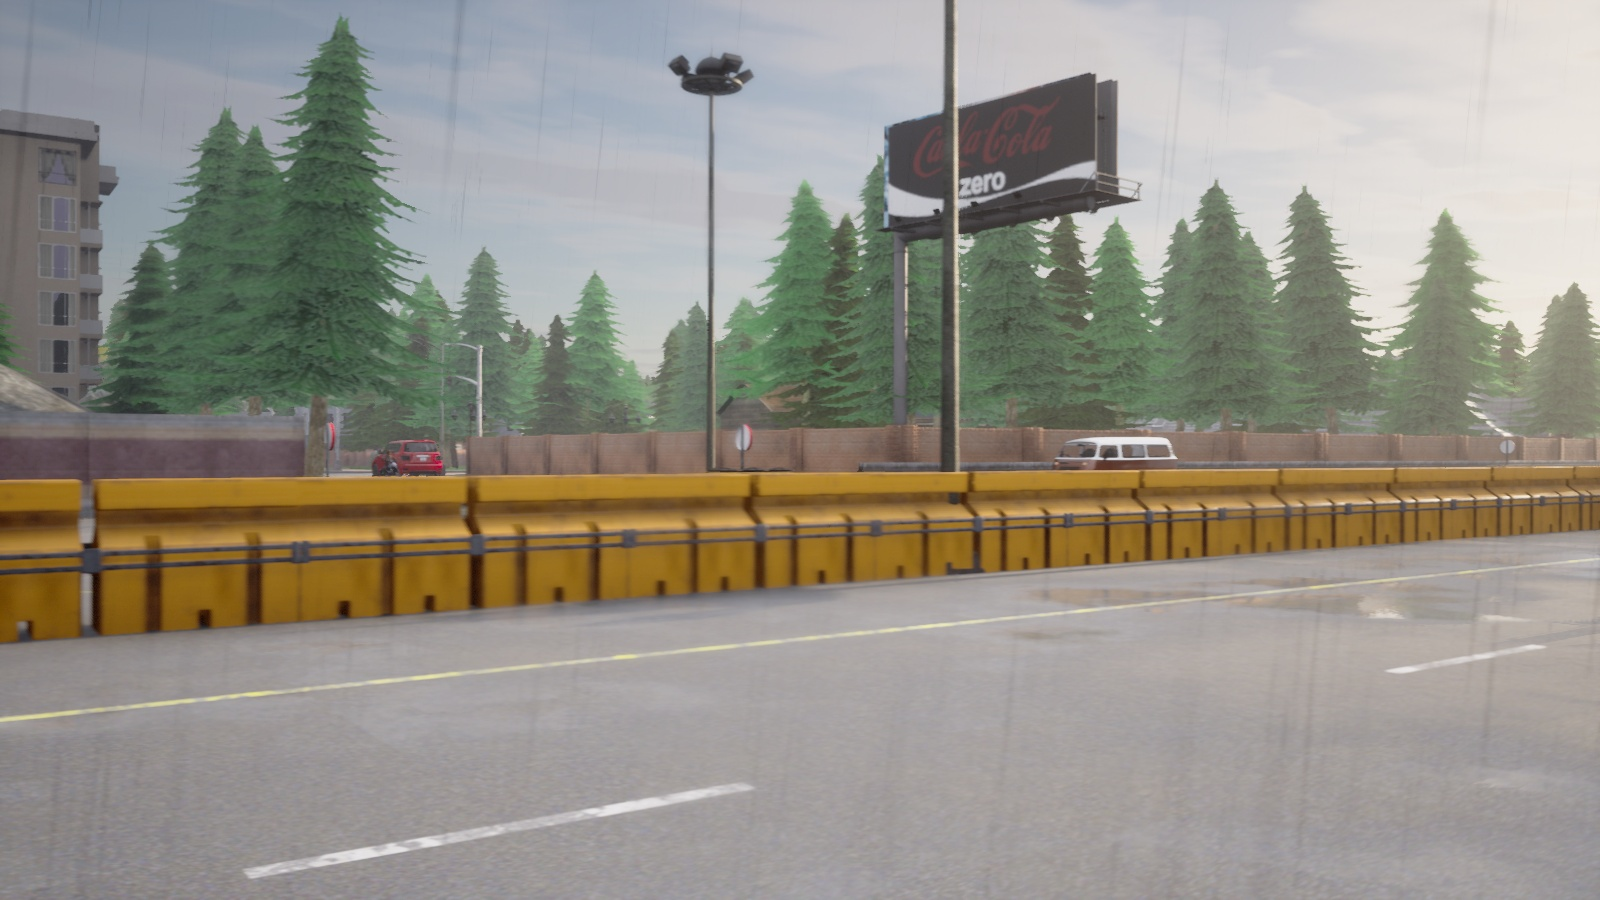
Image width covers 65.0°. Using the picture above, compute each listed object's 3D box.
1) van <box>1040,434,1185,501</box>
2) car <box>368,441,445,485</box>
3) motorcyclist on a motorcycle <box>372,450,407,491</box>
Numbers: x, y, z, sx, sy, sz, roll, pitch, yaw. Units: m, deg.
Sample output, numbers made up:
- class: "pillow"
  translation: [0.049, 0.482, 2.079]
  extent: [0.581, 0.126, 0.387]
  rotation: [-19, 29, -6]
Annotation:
- class: "van"
  translation: [10.092, 0.545, 40.451]
  extent: [4.480, 2.038, 2.069]
  rotation: [0, 0, -35]
- class: "car"
  translation: [-19.341, 0.633, 61.560]
  extent: [2.150, 2.045, 5.566]
  rotation: [0, 0, -34]
- class: "motorcyclist on a motorcycle"
  translation: [-16.906, 0.836, 51.642]
  extent: [0.766, 1.649, 2.350]
  rotation: [0, 0, -34]
